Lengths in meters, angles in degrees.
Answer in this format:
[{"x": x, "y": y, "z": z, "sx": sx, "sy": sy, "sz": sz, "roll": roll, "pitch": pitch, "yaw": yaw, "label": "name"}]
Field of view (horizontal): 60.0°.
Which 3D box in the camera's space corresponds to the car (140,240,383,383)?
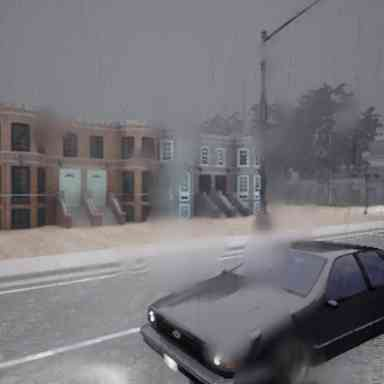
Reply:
[{"x": 1.942, "y": 1.536, "z": 5.280, "sx": 5.357, "sy": 1.411, "sz": 2.033, "roll": 0, "pitch": 0, "yaw": -35, "label": "car"}]
